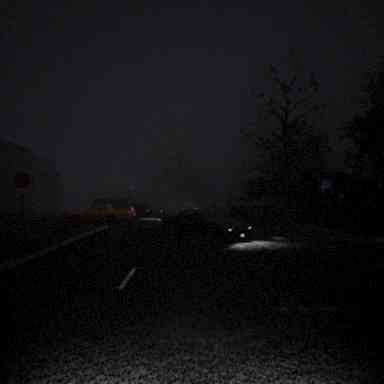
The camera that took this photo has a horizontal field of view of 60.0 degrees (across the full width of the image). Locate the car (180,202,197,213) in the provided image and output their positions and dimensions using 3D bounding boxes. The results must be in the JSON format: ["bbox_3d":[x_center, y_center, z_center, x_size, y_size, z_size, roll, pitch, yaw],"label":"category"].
[{"bbox_3d":[-0.405,2.164,46.396,2.128,1.511,4.902,0,-2,2],"label":"car"}]

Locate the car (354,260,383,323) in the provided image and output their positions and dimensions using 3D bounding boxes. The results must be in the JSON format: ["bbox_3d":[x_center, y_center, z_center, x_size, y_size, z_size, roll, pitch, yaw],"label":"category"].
[{"bbox_3d":[5.041,1.522,5.201,4.674,1.452,2.002,0,0,0],"label":"car"}]

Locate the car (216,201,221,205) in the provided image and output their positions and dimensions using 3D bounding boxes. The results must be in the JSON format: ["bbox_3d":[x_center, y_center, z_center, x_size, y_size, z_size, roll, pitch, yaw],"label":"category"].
[{"bbox_3d":[5.044,1.678,28.790,5.366,1.575,1.946,0,-1,0],"label":"car"}]

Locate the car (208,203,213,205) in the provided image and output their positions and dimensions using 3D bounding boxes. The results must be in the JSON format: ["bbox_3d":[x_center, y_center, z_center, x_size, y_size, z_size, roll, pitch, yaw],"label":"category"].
[{"bbox_3d":[4.755,1.617,37.170,5.566,2.045,2.435,0,-2,-1],"label":"car"}]

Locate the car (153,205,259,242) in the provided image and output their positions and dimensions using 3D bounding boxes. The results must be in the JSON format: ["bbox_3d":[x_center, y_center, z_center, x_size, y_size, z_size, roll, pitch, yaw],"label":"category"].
[{"bbox_3d":[0.507,1.591,17.030,2.033,1.411,5.357,0,-1,-42],"label":"car"}]

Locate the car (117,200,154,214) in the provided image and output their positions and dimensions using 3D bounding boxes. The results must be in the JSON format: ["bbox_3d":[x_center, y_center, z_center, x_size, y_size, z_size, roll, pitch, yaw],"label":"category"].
[{"bbox_3d":[-7.555,1.967,44.628,4.553,1.767,2.185,0,-2,-1],"label":"car"}]

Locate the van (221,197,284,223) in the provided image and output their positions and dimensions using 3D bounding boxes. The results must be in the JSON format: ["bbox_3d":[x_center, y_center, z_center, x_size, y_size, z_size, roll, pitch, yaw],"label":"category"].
[{"bbox_3d":[4.767,1.406,25.997,4.442,1.987,1.878,0,-1,-1],"label":"van"}]

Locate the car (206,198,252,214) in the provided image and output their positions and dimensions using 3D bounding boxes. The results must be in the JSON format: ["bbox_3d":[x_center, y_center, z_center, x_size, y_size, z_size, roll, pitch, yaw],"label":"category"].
[{"bbox_3d":[4.682,1.779,42.630,5.566,2.045,2.435,0,-2,-1],"label":"car"}]

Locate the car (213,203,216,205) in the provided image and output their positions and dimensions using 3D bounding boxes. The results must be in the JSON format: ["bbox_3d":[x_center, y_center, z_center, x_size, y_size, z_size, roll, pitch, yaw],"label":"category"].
[{"bbox_3d":[5.021,1.731,31.450,5.366,1.575,1.946,0,-1,-1],"label":"car"}]

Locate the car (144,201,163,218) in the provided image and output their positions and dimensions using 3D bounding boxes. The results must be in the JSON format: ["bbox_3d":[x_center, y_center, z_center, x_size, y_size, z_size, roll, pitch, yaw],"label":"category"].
[{"bbox_3d":[-3.616,1.833,33.799,1.812,1.442,4.674,0,-1,0],"label":"car"}]

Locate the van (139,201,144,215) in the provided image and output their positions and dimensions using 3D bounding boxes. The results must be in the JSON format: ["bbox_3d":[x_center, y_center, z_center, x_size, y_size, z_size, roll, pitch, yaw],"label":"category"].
[{"bbox_3d":[-7.327,1.533,32.491,4.442,1.987,1.878,0,-1,-1],"label":"van"}]

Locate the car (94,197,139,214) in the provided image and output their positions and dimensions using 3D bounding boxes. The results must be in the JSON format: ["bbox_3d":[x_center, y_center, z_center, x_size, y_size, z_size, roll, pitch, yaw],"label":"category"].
[{"bbox_3d":[-7.384,1.567,29.452,4.553,1.767,2.185,0,-1,-1],"label":"car"}]

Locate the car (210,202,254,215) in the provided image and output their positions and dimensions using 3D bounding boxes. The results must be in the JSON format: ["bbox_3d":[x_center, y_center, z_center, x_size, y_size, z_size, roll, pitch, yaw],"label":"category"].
[{"bbox_3d":[4.740,1.951,39.954,4.892,1.521,2.231,0,-2,-1],"label":"car"}]

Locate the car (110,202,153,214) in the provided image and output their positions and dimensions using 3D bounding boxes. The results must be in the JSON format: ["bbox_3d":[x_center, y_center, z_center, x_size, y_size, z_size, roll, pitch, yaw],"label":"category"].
[{"bbox_3d":[-7.541,2.000,41.590,5.008,1.535,2.097,0,-2,-1],"label":"car"}]

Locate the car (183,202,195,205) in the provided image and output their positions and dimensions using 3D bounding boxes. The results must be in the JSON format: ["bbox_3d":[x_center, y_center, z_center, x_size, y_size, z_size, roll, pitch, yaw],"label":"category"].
[{"bbox_3d":[-0.302,1.899,36.526,1.812,1.442,4.674,0,-1,0],"label":"car"}]

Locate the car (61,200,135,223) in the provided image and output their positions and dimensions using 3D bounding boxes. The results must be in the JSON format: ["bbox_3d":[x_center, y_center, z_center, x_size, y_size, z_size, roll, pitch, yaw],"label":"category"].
[{"bbox_3d":[-7.574,1.639,26.531,5.366,1.575,1.946,0,-1,-1],"label":"car"}]

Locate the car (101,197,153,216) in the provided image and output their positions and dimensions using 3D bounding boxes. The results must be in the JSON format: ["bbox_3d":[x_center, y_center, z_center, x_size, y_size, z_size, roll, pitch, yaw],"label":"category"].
[{"bbox_3d":[-7.477,1.660,38.682,5.566,2.045,2.435,0,-1,-1],"label":"car"}]
